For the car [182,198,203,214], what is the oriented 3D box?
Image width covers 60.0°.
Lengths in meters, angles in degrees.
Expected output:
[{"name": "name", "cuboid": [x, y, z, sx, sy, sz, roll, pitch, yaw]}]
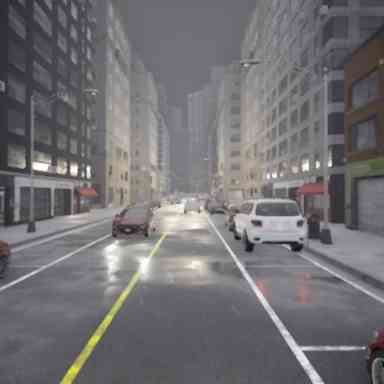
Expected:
[{"name": "car", "cuboid": [0.066, 1.720, 38.759, 1.812, 1.442, 4.674, 0, 0, 2]}]

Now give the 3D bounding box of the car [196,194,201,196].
[{"name": "car", "cuboid": [2.774, 1.803, 89.626, 2.008, 1.369, 4.403, 0, 0, 0]}]

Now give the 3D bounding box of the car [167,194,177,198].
[{"name": "car", "cuboid": [-5.751, 1.797, 89.634, 1.887, 1.381, 4.507, 0, 0, 0]}]

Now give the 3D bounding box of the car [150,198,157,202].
[{"name": "car", "cuboid": [-5.758, 1.784, 40.870, 1.802, 1.307, 4.206, 0, 0, 0]}]

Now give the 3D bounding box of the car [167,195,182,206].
[{"name": "car", "cuboid": [-2.996, 1.795, 61.617, 1.837, 1.490, 4.892, 0, 0, 0]}]

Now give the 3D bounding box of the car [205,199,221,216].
[{"name": "car", "cuboid": [2.767, 1.747, 35.311, 1.947, 1.339, 4.313, 0, 0, 0]}]

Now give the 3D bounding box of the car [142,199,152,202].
[{"name": "car", "cuboid": [-5.759, 1.726, 35.319, 1.887, 1.381, 4.507, 0, 0, 0]}]

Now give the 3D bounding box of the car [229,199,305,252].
[{"name": "car", "cuboid": [3.107, 1.297, 14.420, 2.150, 2.045, 5.566, 0, 0, 0]}]

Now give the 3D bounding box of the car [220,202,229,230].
[{"name": "car", "cuboid": [3.141, 1.590, 21.388, 1.882, 1.535, 5.008, 0, 0, 0]}]

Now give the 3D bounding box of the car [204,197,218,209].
[{"name": "car", "cuboid": [2.769, 1.727, 41.033, 1.752, 1.417, 4.829, 0, 0, 0]}]

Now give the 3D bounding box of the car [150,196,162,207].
[{"name": "car", "cuboid": [-5.755, 1.550, 51.977, 2.192, 1.841, 5.009, 0, 0, 0]}]

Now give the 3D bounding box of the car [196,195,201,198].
[{"name": "car", "cuboid": [0.049, 1.728, 52.295, 2.128, 1.511, 4.902, 0, 0, 0]}]

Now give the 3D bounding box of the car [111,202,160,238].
[{"name": "car", "cuboid": [-3.097, 1.575, 18.536, 1.882, 1.535, 5.008, 0, 0, 0]}]

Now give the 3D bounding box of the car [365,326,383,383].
[{"name": "car", "cuboid": [2.764, 1.593, 1.999, 1.802, 1.307, 4.206, 0, 0, 0]}]

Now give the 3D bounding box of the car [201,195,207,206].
[{"name": "car", "cuboid": [2.770, 1.535, 46.418, 2.192, 1.841, 5.009, 0, 0, 0]}]

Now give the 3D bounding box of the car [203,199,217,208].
[{"name": "car", "cuboid": [2.770, 1.817, 51.967, 1.802, 1.307, 4.206, 0, 0, 0]}]

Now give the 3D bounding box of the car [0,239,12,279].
[{"name": "car", "cuboid": [-5.761, 1.622, 7.555, 1.802, 1.307, 4.206, 0, 0, 0]}]

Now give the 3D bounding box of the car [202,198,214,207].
[{"name": "car", "cuboid": [2.770, 1.772, 57.692, 1.752, 1.417, 4.829, 0, 0, 0]}]
